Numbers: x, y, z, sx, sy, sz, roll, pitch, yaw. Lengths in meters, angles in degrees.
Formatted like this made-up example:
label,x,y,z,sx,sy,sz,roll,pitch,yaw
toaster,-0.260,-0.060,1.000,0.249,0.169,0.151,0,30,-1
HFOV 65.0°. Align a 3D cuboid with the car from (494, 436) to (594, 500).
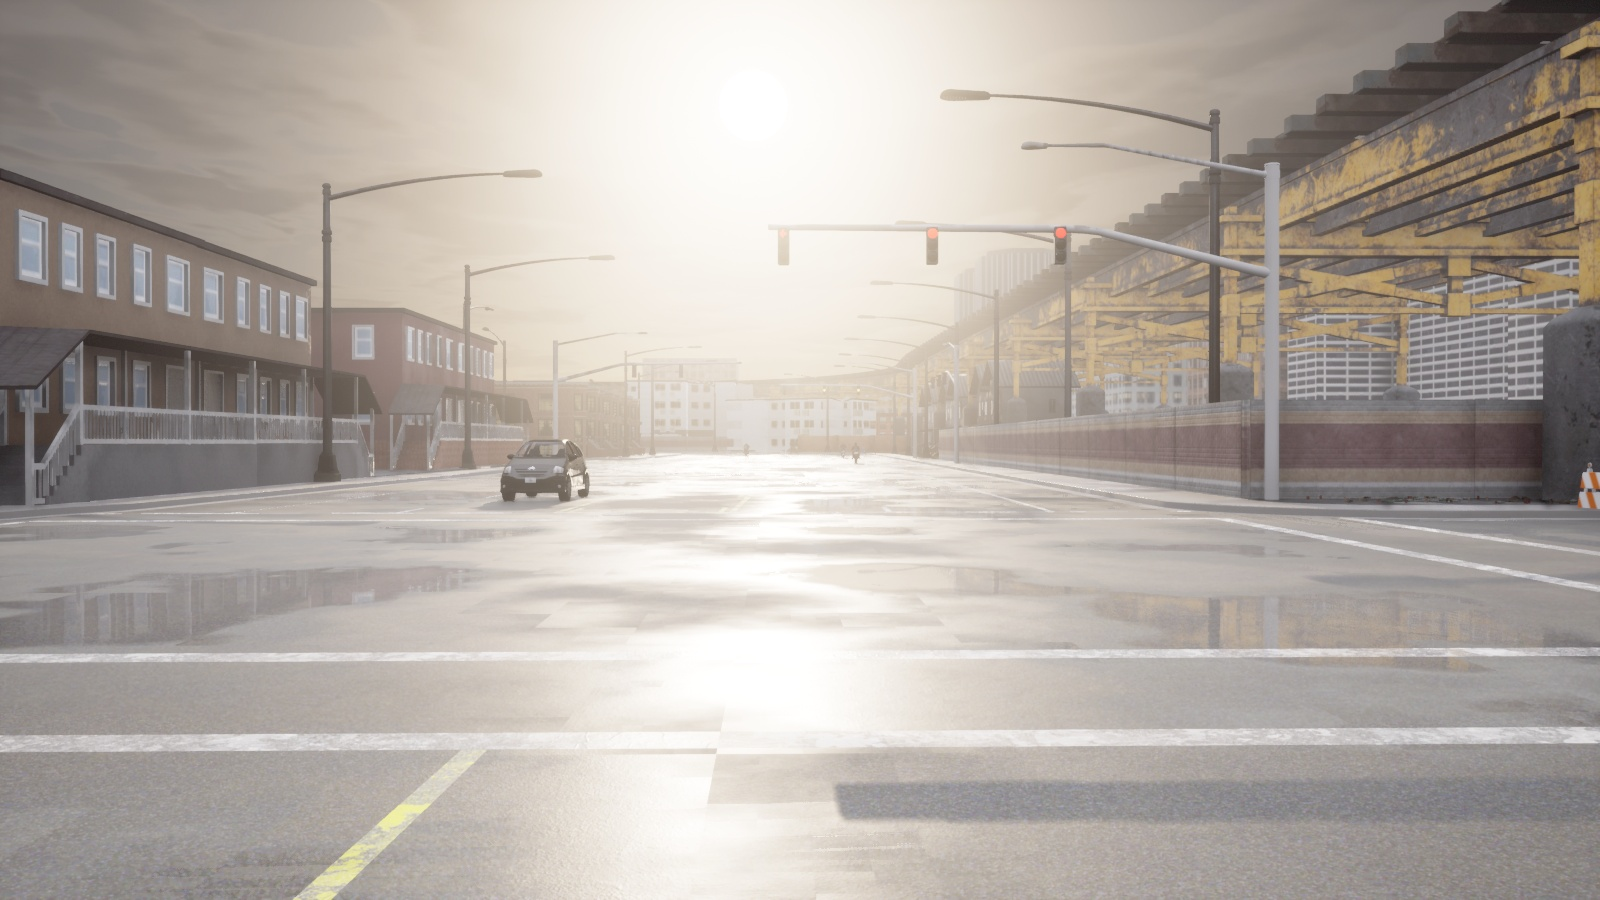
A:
label,x,y,z,sx,sy,sz,roll,pitch,yaw
car,-6.792,0.449,33.720,1.851,1.617,3.988,0,0,0
